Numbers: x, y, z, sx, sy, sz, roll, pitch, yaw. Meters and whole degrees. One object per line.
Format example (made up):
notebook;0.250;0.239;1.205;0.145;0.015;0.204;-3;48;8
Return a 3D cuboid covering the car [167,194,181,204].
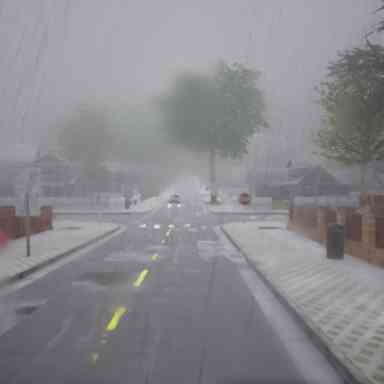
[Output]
car;-2.745;1.143;52.371;1.837;1.490;4.892;0;4;0
